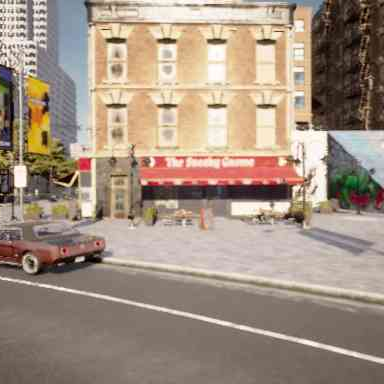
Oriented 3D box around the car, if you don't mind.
[{"bbox_3d":[-5.043,1.554,10.179,4.718,1.301,1.895,0,0,28],"label":"car"}]
